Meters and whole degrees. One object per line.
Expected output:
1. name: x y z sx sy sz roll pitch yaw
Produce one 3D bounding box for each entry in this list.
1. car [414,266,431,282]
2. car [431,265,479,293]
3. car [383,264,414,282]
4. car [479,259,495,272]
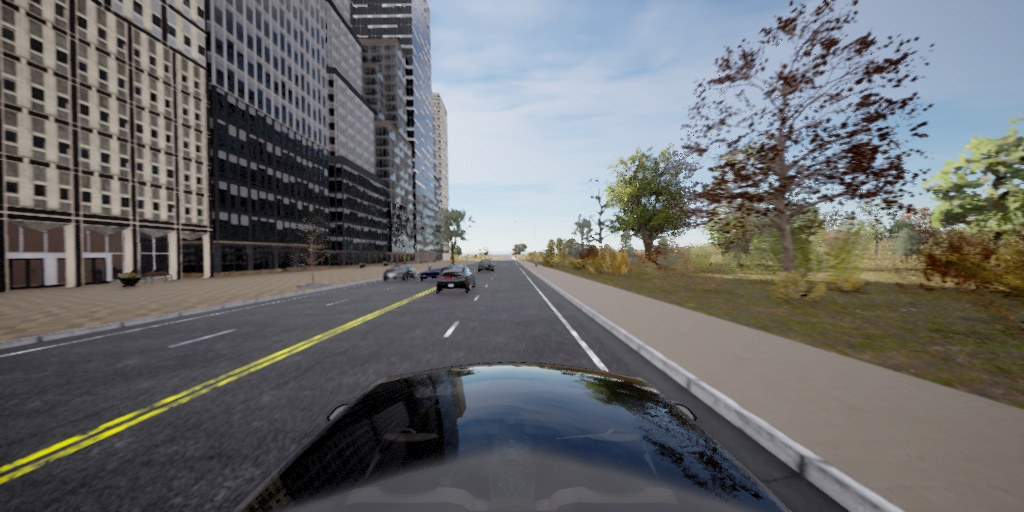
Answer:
1. car: -6.737 1.511 31.411 1.895 1.301 4.718 -1 0 0
2. car: -3.266 1.334 21.483 1.837 1.490 4.892 -1 -1 0
3. car: -9.988 1.472 32.131 2.128 1.511 4.902 -1 0 0
4. car: -3.401 1.207 48.823 2.097 1.767 4.553 -1 0 0
